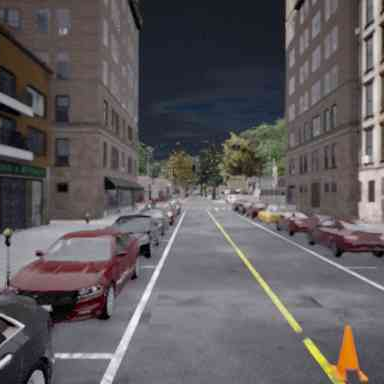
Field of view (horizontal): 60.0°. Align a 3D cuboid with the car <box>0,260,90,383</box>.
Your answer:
[{"bbox_3d":[-2.281,1.543,1.835,2.008,1.369,4.403,0,0,0],"label":"car"}]

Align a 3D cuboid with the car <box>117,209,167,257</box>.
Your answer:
[{"bbox_3d":[-2.230,1.573,12.873,1.947,1.339,4.313,0,0,0],"label":"car"}]

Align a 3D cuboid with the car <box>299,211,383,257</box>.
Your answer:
[{"bbox_3d":[5.794,1.625,12.840,1.802,1.307,4.206,0,0,0],"label":"car"}]

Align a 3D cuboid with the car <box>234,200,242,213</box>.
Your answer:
[{"bbox_3d":[5.895,1.666,34.912,1.802,1.307,4.206,0,0,0],"label":"car"}]

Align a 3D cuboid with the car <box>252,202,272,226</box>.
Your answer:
[{"bbox_3d":[5.846,1.587,24.046,1.752,1.417,4.829,0,0,0],"label":"car"}]

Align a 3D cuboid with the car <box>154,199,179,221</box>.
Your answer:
[{"bbox_3d":[-2.180,1.465,23.910,1.967,1.590,4.097,0,0,0],"label":"car"}]

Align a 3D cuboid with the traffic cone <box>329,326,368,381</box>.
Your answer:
[{"bbox_3d":[1.946,1.970,4.151,0.340,0.580,0.340,0,0,0],"label":"traffic cone"}]

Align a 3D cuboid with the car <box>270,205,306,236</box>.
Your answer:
[{"bbox_3d":[5.820,1.633,18.357,1.802,1.307,4.206,0,0,0],"label":"car"}]

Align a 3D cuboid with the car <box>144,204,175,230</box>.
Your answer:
[{"bbox_3d":[-2.205,1.566,18.391,2.008,1.369,4.403,0,0,0],"label":"car"}]

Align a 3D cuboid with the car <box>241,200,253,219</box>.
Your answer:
[{"bbox_3d":[5.870,1.617,29.394,1.887,1.381,4.507,0,0,0],"label":"car"}]

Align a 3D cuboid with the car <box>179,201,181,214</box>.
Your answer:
[{"bbox_3d":[-2.156,1.561,29.258,1.752,1.417,4.829,0,0,0],"label":"car"}]

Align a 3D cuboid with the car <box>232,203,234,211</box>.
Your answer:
[{"bbox_3d":[5.921,1.661,40.431,1.947,1.339,4.313,0,0,0],"label":"car"}]

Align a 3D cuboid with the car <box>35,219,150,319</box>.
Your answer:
[{"bbox_3d":[-2.256,1.544,7.354,1.887,1.381,4.507,0,0,0],"label":"car"}]

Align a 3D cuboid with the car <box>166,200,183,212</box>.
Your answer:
[{"bbox_3d":[-2.104,1.641,40.466,1.802,1.307,4.206,0,0,0],"label":"car"}]
